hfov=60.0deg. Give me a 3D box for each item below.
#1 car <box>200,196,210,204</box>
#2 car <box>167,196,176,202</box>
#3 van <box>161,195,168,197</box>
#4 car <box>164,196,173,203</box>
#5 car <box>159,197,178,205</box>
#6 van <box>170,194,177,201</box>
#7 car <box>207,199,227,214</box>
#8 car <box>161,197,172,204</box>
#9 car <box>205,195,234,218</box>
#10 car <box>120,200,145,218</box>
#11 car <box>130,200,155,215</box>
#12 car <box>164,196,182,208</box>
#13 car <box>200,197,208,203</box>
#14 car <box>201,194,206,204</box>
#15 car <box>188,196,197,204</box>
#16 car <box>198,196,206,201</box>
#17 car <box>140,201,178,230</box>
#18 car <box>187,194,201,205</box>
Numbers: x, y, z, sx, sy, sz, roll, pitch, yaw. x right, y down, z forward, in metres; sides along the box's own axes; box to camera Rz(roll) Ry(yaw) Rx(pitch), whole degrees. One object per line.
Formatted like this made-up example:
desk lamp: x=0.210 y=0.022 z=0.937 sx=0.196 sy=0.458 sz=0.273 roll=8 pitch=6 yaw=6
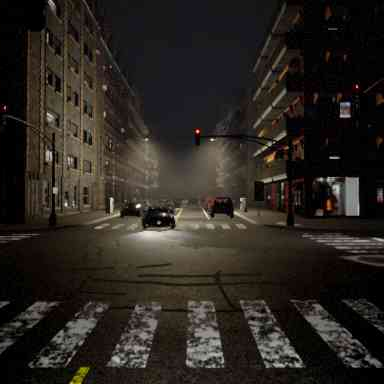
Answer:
car: x=2.679 y=1.557 z=69.067 sx=1.967 sy=1.590 sz=4.097 roll=1 pitch=0 yaw=0
car: x=-5.179 y=1.764 z=85.733 sx=2.008 sy=1.369 sz=4.403 roll=1 pitch=0 yaw=0
van: x=-5.206 y=1.428 z=63.478 sx=1.690 sy=1.788 sz=3.998 roll=1 pitch=0 yaw=0
car: x=-5.195 y=1.671 z=74.434 sx=1.752 sy=1.417 sz=4.829 roll=1 pitch=0 yaw=0
car: x=-2.790 y=1.519 z=34.802 sx=1.837 sy=1.490 sz=4.892 roll=0 pitch=0 yaw=0
van: x=-5.168 y=1.589 z=91.298 sx=1.690 sy=1.788 sz=3.998 roll=1 pitch=0 yaw=0
car: x=2.633 y=1.540 z=35.873 sx=1.752 sy=1.417 sz=4.829 roll=1 pitch=0 yaw=0
car: x=-5.203 y=1.667 z=69.042 sx=2.008 sy=1.369 sz=4.403 roll=1 pitch=0 yaw=0
car: x=2.629 y=1.326 z=30.144 sx=2.192 sy=1.841 sz=5.009 roll=1 pitch=0 yaw=0
car: x=-5.255 y=1.577 z=30.109 sx=1.947 sy=1.339 sz=4.313 roll=1 pitch=0 yaw=0
car: x=-5.247 y=1.581 z=35.671 sx=1.947 sy=1.339 sz=4.313 roll=1 pitch=0 yaw=0
car: x=-2.723 y=1.597 z=47.487 sx=1.994 sy=1.385 sz=4.181 roll=0 pitch=0 yaw=1
car: x=2.685 y=1.729 z=74.626 sx=1.802 sy=1.307 sz=4.206 roll=1 pitch=0 yaw=0
car: x=2.644 y=1.336 z=41.269 sx=2.192 sy=1.841 sz=5.009 roll=1 pitch=0 yaw=0
car: x=0.173 y=1.601 z=70.329 sx=1.882 sy=1.535 sz=5.008 roll=0 pitch=0 yaw=0
car: x=2.709 y=1.814 z=91.318 sx=1.947 sy=1.339 sz=4.313 roll=1 pitch=0 yaw=0
car: x=-2.288 y=1.618 z=22.022 sx=1.994 sy=1.385 sz=4.181 roll=0 pitch=1 yaw=-9
car: x=0.192 y=1.550 z=59.889 sx=1.882 sy=1.535 sz=5.008 roll=0 pitch=0 yaw=0
